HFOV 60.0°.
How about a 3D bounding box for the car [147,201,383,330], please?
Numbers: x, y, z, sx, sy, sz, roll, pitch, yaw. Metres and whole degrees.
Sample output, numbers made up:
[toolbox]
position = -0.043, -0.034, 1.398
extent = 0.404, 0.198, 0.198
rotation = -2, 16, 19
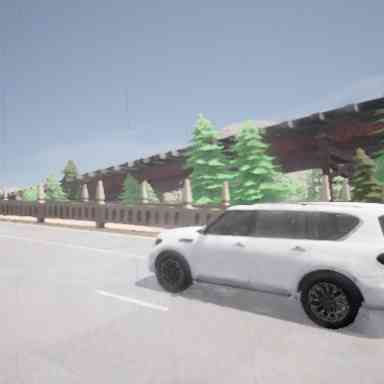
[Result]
[car]
position = 1.584, 1.224, 7.161
extent = 5.566, 2.045, 2.150
rotation = 0, 0, 36
